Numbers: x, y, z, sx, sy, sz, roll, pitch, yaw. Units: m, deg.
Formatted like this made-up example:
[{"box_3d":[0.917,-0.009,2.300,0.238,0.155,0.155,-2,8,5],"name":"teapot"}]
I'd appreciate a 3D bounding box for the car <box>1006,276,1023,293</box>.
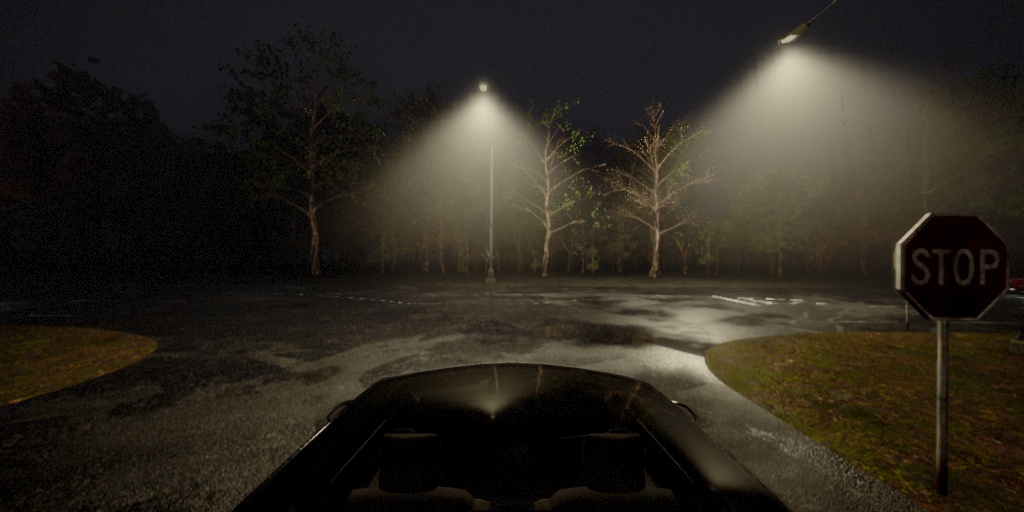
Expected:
[{"box_3d":[29.523,1.501,19.620,4.718,1.301,1.895,0,0,1],"name":"car"}]
